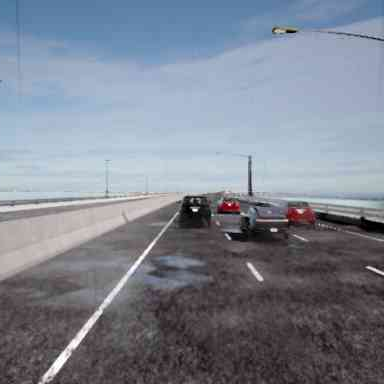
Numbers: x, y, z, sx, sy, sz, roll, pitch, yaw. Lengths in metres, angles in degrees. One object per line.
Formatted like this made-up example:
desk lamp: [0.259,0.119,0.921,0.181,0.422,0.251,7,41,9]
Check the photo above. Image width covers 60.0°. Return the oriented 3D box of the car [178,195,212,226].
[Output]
car: [0.214,1.227,23.440,2.150,2.045,5.566,0,0,0]

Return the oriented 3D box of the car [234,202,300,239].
car: [3.667,1.497,17.287,2.128,1.511,4.902,0,0,0]

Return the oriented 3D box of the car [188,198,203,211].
car: [0.434,1.524,42.133,1.812,1.442,4.674,0,0,1]

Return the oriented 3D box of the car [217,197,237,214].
car: [3.859,1.354,36.008,2.097,1.767,4.553,0,0,1]

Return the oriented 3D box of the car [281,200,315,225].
car: [7.224,1.357,24.196,2.097,1.767,4.553,0,0,1]
